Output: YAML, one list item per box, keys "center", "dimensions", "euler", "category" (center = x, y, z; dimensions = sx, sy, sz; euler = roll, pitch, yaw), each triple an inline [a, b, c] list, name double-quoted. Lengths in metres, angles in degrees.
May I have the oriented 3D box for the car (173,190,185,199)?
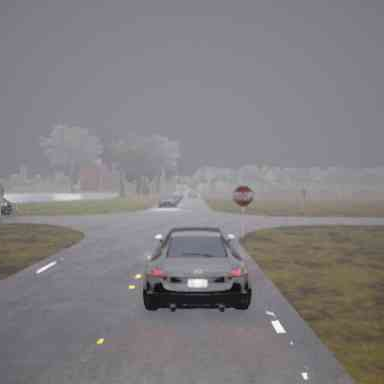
- center: [-2.600, 0.402, 66.633]
  dimensions: [2.097, 1.767, 4.553]
  euler: [0, 1, 0]
  category: "car"

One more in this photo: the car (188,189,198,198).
- center: [0.157, 0.548, 69.668]
  dimensions: [1.994, 1.385, 4.181]
  euler: [0, 1, 0]
  category: "car"

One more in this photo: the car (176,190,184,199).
- center: [-2.647, 0.676, 56.686]
  dimensions: [1.882, 1.535, 5.008]
  euler: [0, 1, 0]
  category: "car"

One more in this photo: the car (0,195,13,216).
- center: [-16.009, 0.966, 24.849]
  dimensions: [4.553, 1.767, 2.097]
  euler: [0, 0, 2]
  category: "car"

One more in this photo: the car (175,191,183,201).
- center: [-2.705, 0.903, 47.028]
  dimensions: [1.994, 1.385, 4.181]
  euler: [0, 1, 1]
  category: "car"

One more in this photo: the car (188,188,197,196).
- center: [0.180, 0.038, 79.672]
  dimensions: [2.097, 1.767, 4.553]
  euler: [0, 1, 0]
  category: "car"

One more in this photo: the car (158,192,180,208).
- center: [-2.706, 1.039, 37.699]
  dimensions: [1.994, 1.385, 4.181]
  euler: [0, 1, -1]
  category: "car"

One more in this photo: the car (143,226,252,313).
- center: [0.075, 1.461, 7.557]
  dimensions: [1.994, 1.385, 4.181]
  euler: [0, 1, -1]
  category: "car"
